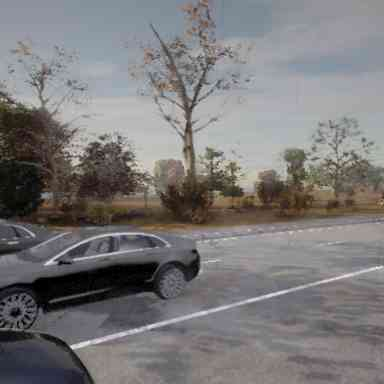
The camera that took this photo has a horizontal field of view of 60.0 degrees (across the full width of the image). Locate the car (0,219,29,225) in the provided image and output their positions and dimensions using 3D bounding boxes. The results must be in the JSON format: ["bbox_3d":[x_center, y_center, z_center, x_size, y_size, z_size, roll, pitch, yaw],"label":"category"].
[{"bbox_3d":[-5.721,1.493,8.481,4.892,1.490,1.837,0,0,-35],"label":"car"}]

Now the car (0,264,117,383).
[{"bbox_3d":[-2.597,1.562,1.832,4.181,1.385,1.994,0,0,-36],"label":"car"}]

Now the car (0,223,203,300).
[{"bbox_3d":[-2.063,1.481,6.782,4.902,1.511,2.128,0,0,-35],"label":"car"}]
